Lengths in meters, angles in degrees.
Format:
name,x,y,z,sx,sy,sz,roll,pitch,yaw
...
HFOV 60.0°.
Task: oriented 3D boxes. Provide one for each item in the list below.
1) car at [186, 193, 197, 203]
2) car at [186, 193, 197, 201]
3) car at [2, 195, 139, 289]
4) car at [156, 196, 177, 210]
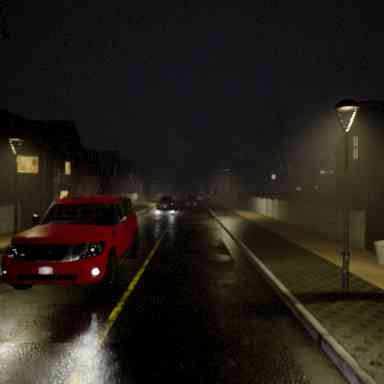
name,x,y,z,sx,sy,sz,roll,pitch,yaw
car,-0.120,1.014,57.023,2.128,1.511,4.902,0,0,0
car,-0.141,0.995,67.417,2.033,1.411,5.357,0,0,0
car,-2.861,1.138,9.269,2.150,2.045,5.566,0,1,0
car,-2.827,1.228,37.247,1.812,1.442,4.674,0,0,0
